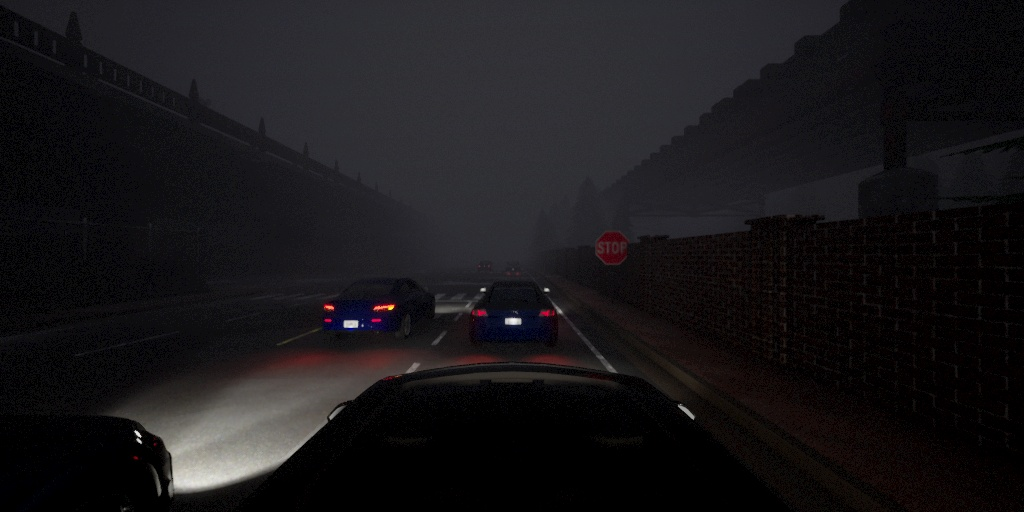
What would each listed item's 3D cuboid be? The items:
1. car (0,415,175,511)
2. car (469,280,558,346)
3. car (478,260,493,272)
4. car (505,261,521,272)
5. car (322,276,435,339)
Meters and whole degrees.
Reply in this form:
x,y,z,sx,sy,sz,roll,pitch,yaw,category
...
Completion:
x,y,z,sx,sy,sz,roll,pitch,yaw,category
-3.399,1.314,0.791,1.994,1.385,4.181,0,0,0,car
0.071,1.310,9.363,1.994,1.385,4.181,0,0,1,car
-3.384,1.274,45.991,2.033,1.411,5.357,0,0,-1,car
0.111,1.328,46.174,1.895,1.301,4.718,0,0,-1,car
-3.411,1.271,9.887,1.812,1.442,4.674,0,0,0,car
